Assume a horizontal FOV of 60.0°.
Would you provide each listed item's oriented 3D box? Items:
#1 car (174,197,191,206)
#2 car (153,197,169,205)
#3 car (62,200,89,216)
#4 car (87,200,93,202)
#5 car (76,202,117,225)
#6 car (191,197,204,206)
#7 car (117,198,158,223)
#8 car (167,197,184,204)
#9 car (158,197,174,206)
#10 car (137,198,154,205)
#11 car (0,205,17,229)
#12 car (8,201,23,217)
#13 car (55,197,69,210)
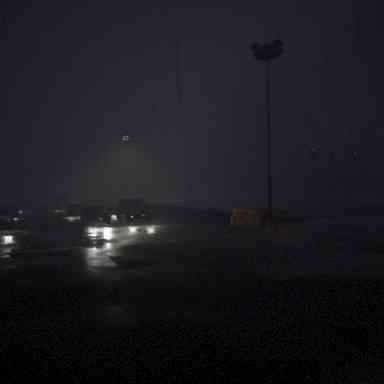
[{"bbox_3d":[-2.529,2.120,64.518,1.895,1.301,4.718,0,0,-26],"label":"car"},{"bbox_3d":[-6.917,1.970,73.473,1.837,1.490,4.892,0,0,-26],"label":"car"},{"bbox_3d":[-13.913,2.087,39.799,2.033,1.411,5.357,0,0,-26],"label":"car"},{"bbox_3d":[-16.184,2.065,52.447,1.882,1.535,5.008,0,0,-26],"label":"car"},{"bbox_3d":[-8.158,1.893,28.093,2.128,1.511,4.902,0,-1,-26],"label":"car"},{"bbox_3d":[0.641,1.855,65.999,2.097,1.767,4.553,0,0,-26],"label":"car"},{"bbox_3d":[-5.256,1.614,30.115,2.150,2.045,5.566,0,-1,-26],"label":"car"},{"bbox_3d":[-3.774,1.932,75.013,1.882,1.535,5.008,0,0,-26],"label":"car"},{"bbox_3d":[-5.659,2.060,62.951,1.812,1.442,4.674,0,0,-26],"label":"car"},{"bbox_3d":[-10.060,2.025,71.934,2.033,1.411,5.357,0,0,-26],"label":"car"},{"bbox_3d":[-14.385,1.956,24.894,1.812,1.442,4.674,0,-1,-26],"label":"car"},{"bbox_3d":[-20.784,2.127,37.910,2.033,1.411,5.357,0,0,-26],"label":"car"},{"bbox_3d":[-21.662,1.834,55.762,2.150,2.045,5.566,0,0,-26],"label":"car"}]
